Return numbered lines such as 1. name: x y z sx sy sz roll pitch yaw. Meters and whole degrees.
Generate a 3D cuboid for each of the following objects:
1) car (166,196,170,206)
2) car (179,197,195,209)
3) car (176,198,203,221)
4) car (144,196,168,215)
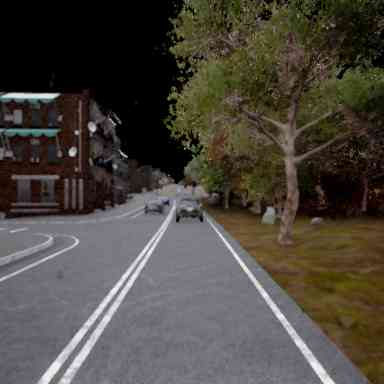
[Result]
1. car: -4.423 1.366 51.508 1.882 1.535 5.008 0 0 -2
2. car: -0.761 1.495 45.295 2.033 1.411 5.357 0 0 -2
3. car: -0.231 1.376 27.204 2.097 1.767 4.553 0 0 -1
4. car: -3.869 1.512 34.745 1.837 1.490 4.892 0 0 -1
